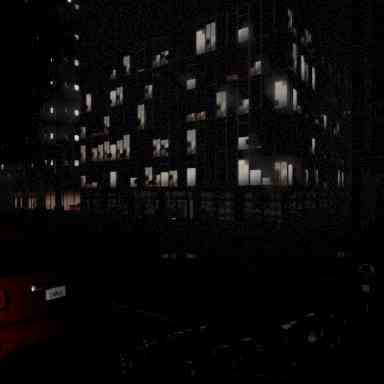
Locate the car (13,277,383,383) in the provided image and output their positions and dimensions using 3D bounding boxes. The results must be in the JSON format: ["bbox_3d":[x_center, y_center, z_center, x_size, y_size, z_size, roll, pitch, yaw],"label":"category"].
[{"bbox_3d":[0.889,1.566,2.243,4.313,1.339,1.947,0,0,36],"label":"car"}]

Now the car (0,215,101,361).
[{"bbox_3d":[-3.606,1.315,5.452,5.009,1.841,2.192,0,0,36],"label":"car"}]
